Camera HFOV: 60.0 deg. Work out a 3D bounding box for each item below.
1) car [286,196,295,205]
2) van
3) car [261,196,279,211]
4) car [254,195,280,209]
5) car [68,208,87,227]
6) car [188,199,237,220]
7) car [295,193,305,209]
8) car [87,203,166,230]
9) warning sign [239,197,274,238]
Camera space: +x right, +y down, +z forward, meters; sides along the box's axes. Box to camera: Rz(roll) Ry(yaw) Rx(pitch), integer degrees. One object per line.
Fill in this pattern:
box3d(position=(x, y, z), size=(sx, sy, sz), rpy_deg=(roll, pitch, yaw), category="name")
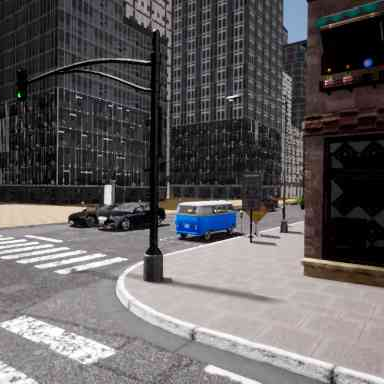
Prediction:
box3d(position=(16.354, 1.363, 53.298), size=(1.752, 1.417, 4.829), rpy_deg=(1, 1, 35), category="car")
box3d(position=(0.836, 1.368, 17.018), size=(1.690, 1.788, 3.998), rpy_deg=(1, 1, 35), category="van")
box3d(position=(7.755, 1.429, 36.731), size=(1.812, 1.442, 4.674), rpy_deg=(1, 1, 36), category="car")
box3d(position=(10.039, 1.293, 44.419), size=(1.967, 1.590, 4.097), rpy_deg=(1, 1, 35), category="car")
box3d(position=(-5.996, 1.467, 21.879), size=(1.947, 1.339, 4.313), rpy_deg=(1, 1, 35), category="car")
box3d(position=(1.861, 1.426, 28.451), size=(1.837, 1.490, 4.892), rpy_deg=(1, 1, 36), category="car")
box3d(position=(15.419, 1.159, 42.093), size=(2.150, 2.045, 5.566), rpy_deg=(1, 1, 36), category="car")
box3d(position=(-3.659, 1.431, 20.695), size=(2.128, 1.511, 4.902), rpy_deg=(1, 1, 35), category="car")
box3d(position=(3.117, 1.177, 16.124), size=(1.300, 1.860, 1.060), rpy_deg=(1, 1, 35), category="warning sign")
